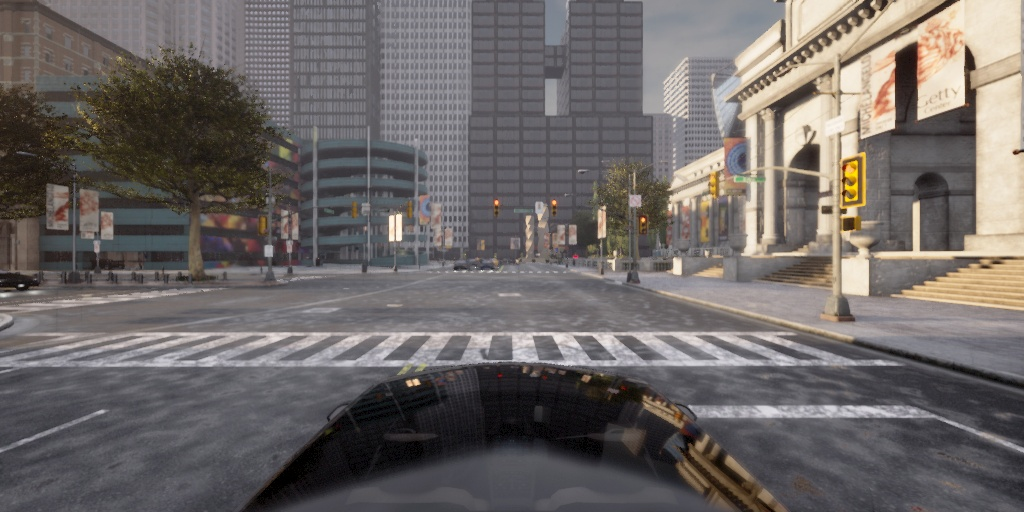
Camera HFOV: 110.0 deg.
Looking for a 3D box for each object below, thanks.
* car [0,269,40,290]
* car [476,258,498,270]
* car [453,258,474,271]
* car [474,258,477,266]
[{"bbox_3d":[-30.245,1.288,20.155,5.357,1.411,2.033,0,0,0],"label":"car"},{"bbox_3d":[-3.489,1.272,51.403,2.033,1.411,5.357,0,0,0],"label":"car"},{"bbox_3d":[-6.990,1.272,50.314,2.033,1.411,5.357,0,0,0],"label":"car"},{"bbox_3d":[-6.927,1.265,64.179,2.033,1.411,5.357,0,0,1],"label":"car"}]
